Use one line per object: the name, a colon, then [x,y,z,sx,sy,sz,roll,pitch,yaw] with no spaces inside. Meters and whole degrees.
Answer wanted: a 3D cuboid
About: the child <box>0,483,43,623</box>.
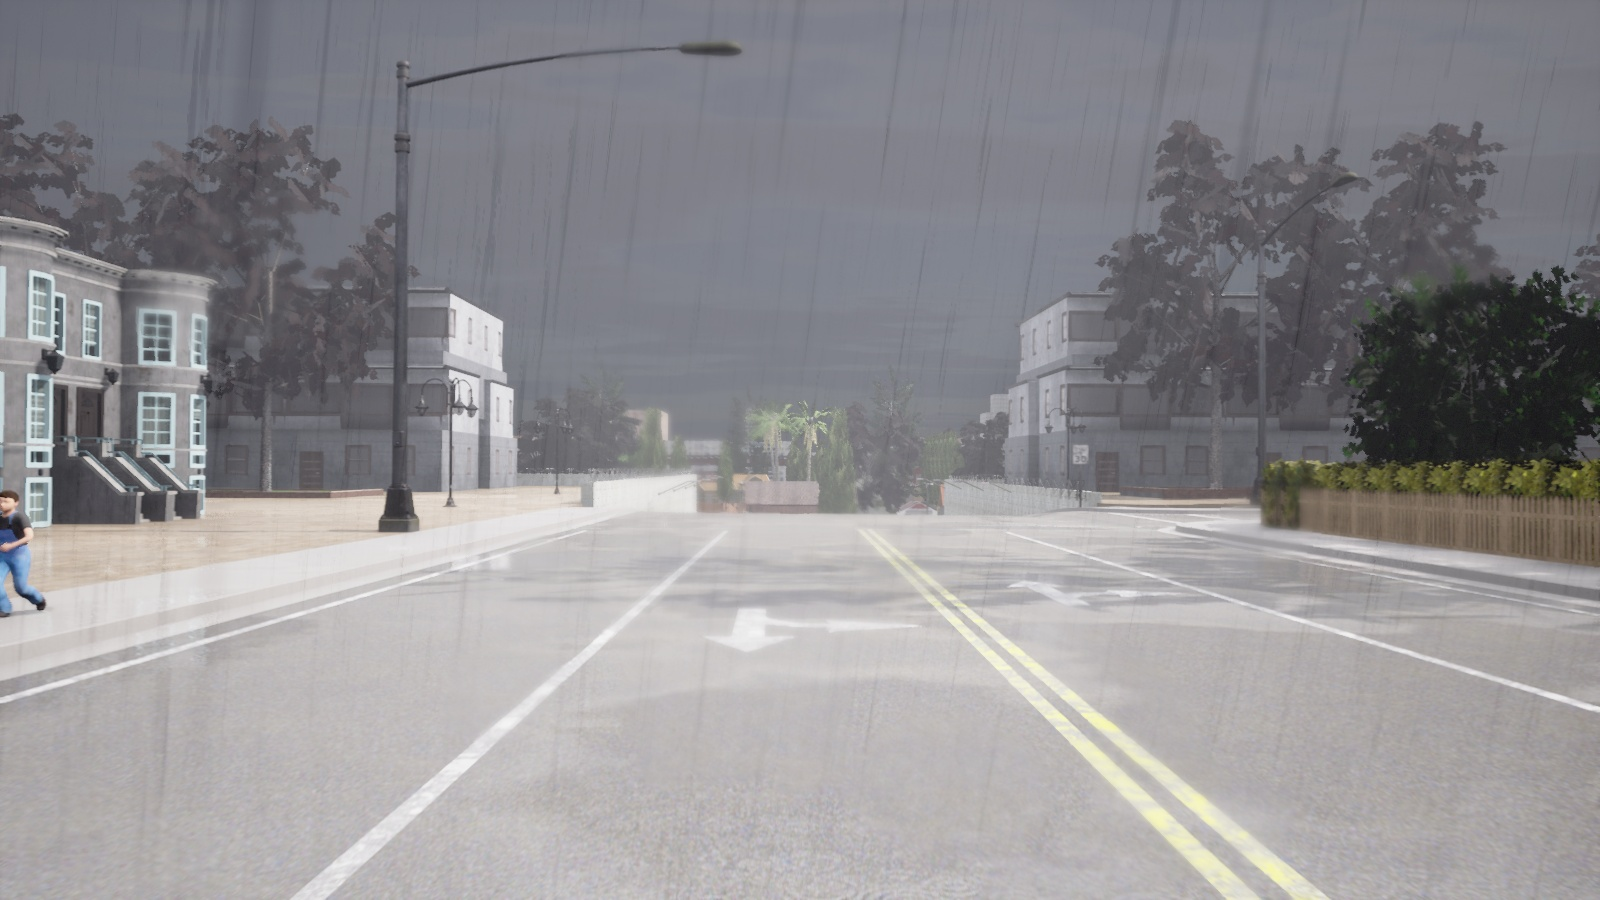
child: [-7.277,0.944,11.629,0.270,1.263,0.437,0,-1,-1]
